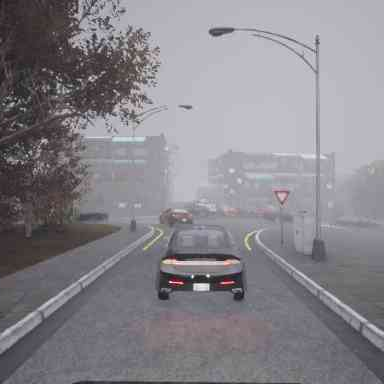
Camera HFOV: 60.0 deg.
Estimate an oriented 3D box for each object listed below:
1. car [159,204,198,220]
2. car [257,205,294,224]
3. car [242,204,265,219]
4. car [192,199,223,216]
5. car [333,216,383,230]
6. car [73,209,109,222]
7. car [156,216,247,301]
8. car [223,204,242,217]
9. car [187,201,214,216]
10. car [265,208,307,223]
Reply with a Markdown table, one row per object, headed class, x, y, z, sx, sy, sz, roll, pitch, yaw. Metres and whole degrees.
| class | x | y | z | sx | sy | sz | roll | pitch | yaw |
| --- | --- | --- | --- | --- | --- | --- | --- | --- | --- |
| car | -1.323 | 1.961 | 26.913 | 1.812 | 1.442 | 4.674 | 0 | -1 | -19 |
| car | 9.820 | 2.574 | 34.604 | 5.008 | 1.535 | 1.882 | 6 | -2 | -11 |
| car | 6.734 | 2.471 | 43.221 | 2.185 | 1.767 | 4.553 | 6 | -3 | -32 |
| car | 0.907 | 1.943 | 41.995 | 2.435 | 2.045 | 5.566 | 1 | -2 | -31 |
| car | 20.238 | 3.829 | 40.633 | 4.718 | 1.301 | 1.895 | 5 | -2 | -11 |
| car | -10.773 | 2.376 | 33.035 | 4.718 | 1.301 | 1.895 | -2 | -1 | 11 |
| car | 0.215 | 1.582 | 8.551 | 2.128 | 1.511 | 4.902 | 0 | -1 | 1 |
| car | 3.773 | 2.227 | 42.653 | 2.185 | 1.767 | 4.553 | 4 | -3 | -32 |
| car | -0.469 | 2.085 | 36.570 | 4.892 | 1.490 | 1.837 | 1 | -1 | -9 |
| car | 12.535 | 3.160 | 44.618 | 1.946 | 1.575 | 5.366 | 6 | -3 | -31 |
